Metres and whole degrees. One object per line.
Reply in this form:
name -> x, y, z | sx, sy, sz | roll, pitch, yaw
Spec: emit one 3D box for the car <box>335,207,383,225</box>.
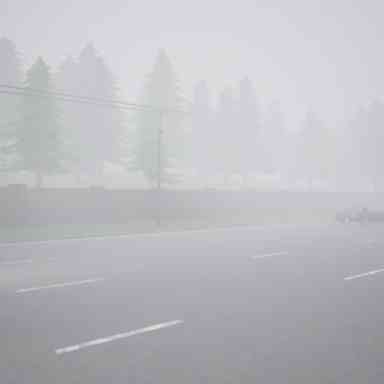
car -> 13.204, 1.806, 25.705 | 4.718, 1.301, 1.895 | 1, 0, -35
